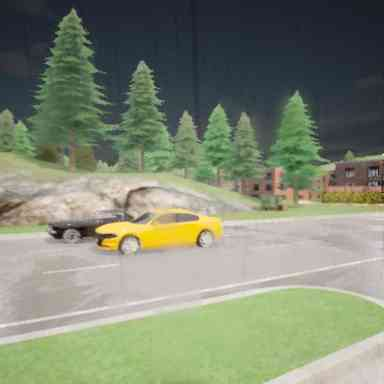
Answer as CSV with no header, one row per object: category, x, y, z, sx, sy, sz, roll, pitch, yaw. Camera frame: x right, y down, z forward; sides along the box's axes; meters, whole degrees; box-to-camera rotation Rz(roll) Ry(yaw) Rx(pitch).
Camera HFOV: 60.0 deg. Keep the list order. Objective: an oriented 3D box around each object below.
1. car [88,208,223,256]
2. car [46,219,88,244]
car,-1.156,1.405,12.845,5.008,1.535,1.882,0,0,-30
car,-4.067,1.512,15.202,4.718,1.301,1.895,0,0,-30
